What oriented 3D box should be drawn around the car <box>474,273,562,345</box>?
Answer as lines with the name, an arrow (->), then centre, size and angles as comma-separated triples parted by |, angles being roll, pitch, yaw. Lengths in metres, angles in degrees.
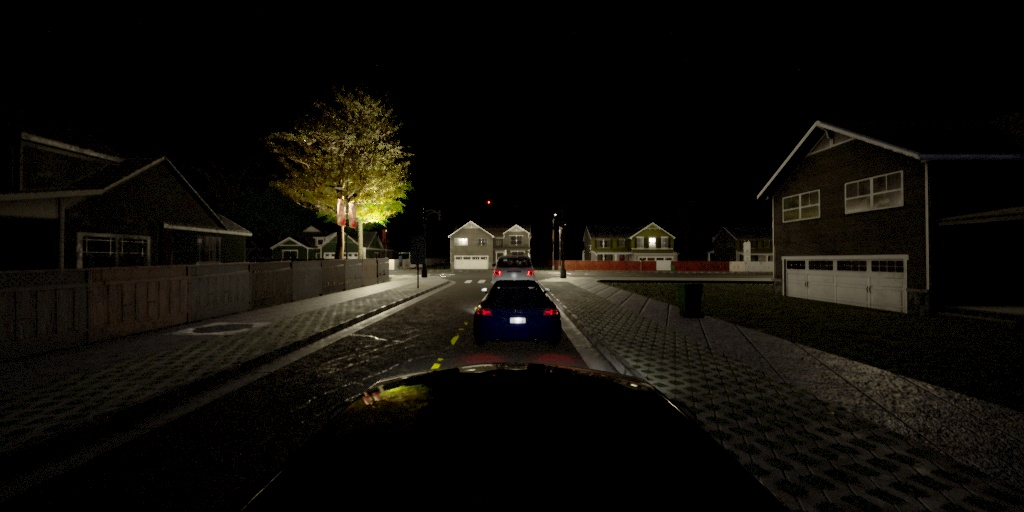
car -> 0.106, 1.315, 9.489 | 1.994, 1.385, 4.181 | 0, 0, 0

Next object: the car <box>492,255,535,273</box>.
car -> 0.101, 0.975, 19.451 | 2.150, 2.045, 5.566 | 0, 0, 0
